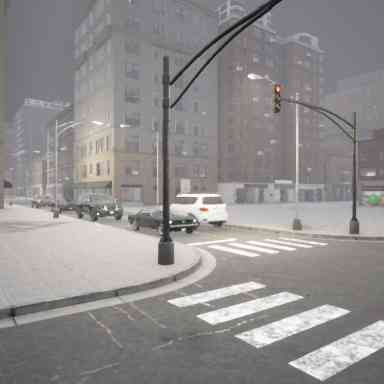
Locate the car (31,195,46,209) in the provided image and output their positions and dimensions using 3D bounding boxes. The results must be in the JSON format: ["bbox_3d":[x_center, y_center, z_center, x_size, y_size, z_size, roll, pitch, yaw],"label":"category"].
[{"bbox_3d":[-19.118,1.139,42.622,2.097,1.767,4.553,0,0,-35],"label":"car"}]

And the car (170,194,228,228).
[{"bbox_3d":[-0.100,1.142,20.927,2.150,2.045,5.566,0,0,-35],"label":"car"}]

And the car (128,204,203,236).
[{"bbox_3d":[-1.695,1.527,18.129,1.895,1.301,4.718,0,0,-36],"label":"car"}]

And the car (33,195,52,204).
[{"bbox_3d":[-25.467,1.269,56.518,2.033,1.411,5.357,0,0,-35],"label":"car"}]

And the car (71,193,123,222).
[{"bbox_3d":[-7.341,1.101,26.032,2.150,2.045,5.566,0,0,-35],"label":"car"}]

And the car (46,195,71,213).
[{"bbox_3d":[-13.213,1.311,34.287,1.882,1.535,5.008,0,0,-36],"label":"car"}]
